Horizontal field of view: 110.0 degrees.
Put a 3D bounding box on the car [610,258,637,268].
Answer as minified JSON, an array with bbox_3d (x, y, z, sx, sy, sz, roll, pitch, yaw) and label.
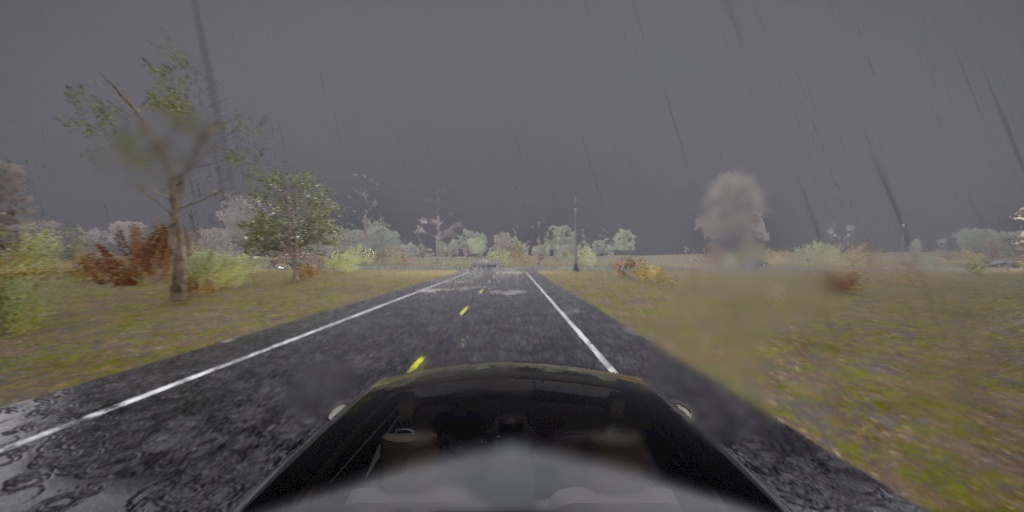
[{"bbox_3d":[19.357,1.181,62.225,4.553,1.767,2.097,1,0,-2],"label":"car"}]

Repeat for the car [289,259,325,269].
[{"bbox_3d":[-30.771,1.150,53.825,4.892,1.490,1.837,0,0,-2],"label":"car"}]

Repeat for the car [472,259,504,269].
[{"bbox_3d":[-3.630,1.268,54.596,4.902,1.511,2.128,0,0,-1],"label":"car"}]
